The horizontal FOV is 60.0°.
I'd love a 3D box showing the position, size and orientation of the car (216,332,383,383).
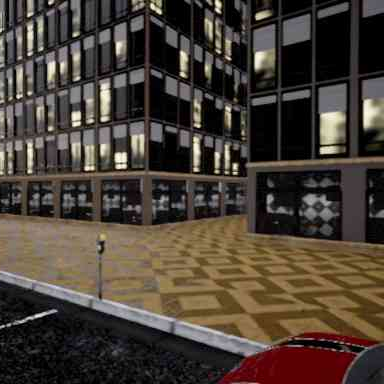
[{"bbox_3d":[1.835,1.435,1.583,4.097,1.590,1.967,0,0,35],"label":"car"}]
